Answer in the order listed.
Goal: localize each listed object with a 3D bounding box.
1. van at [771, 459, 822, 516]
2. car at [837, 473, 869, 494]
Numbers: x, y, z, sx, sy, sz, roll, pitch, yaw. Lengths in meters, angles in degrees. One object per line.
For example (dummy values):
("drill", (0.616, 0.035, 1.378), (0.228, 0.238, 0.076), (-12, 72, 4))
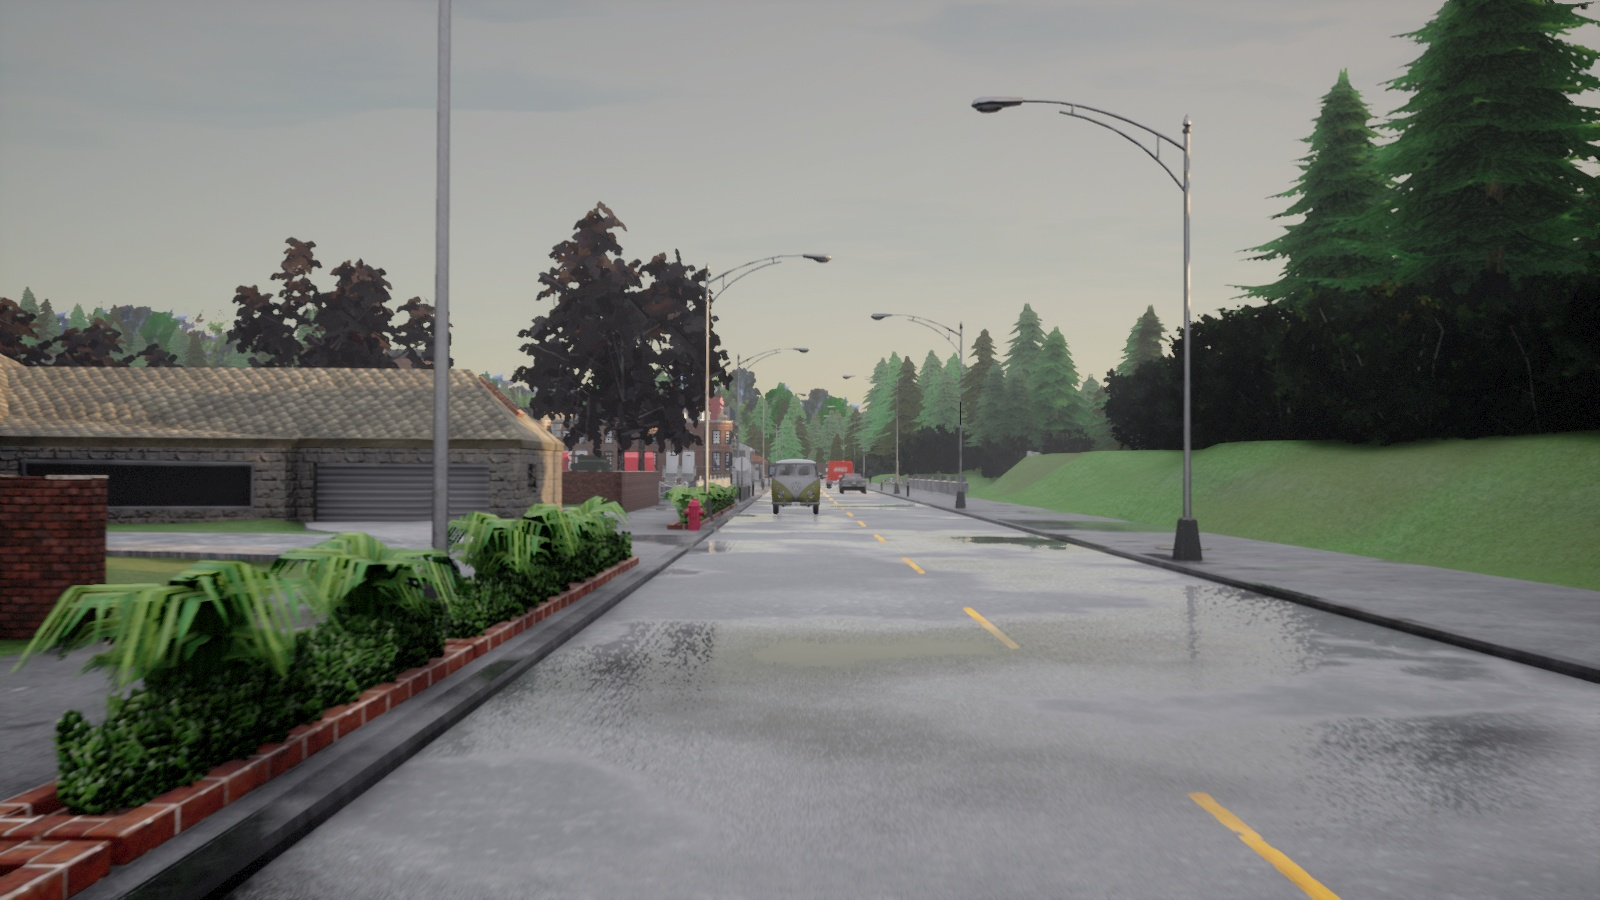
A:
("van", (-0.138, 1.338, 45.997), (1.775, 1.987, 4.442), (0, -1, 0))
("car", (3.720, 2.341, 89.232), (2.033, 1.411, 5.357), (0, -1, 0))
